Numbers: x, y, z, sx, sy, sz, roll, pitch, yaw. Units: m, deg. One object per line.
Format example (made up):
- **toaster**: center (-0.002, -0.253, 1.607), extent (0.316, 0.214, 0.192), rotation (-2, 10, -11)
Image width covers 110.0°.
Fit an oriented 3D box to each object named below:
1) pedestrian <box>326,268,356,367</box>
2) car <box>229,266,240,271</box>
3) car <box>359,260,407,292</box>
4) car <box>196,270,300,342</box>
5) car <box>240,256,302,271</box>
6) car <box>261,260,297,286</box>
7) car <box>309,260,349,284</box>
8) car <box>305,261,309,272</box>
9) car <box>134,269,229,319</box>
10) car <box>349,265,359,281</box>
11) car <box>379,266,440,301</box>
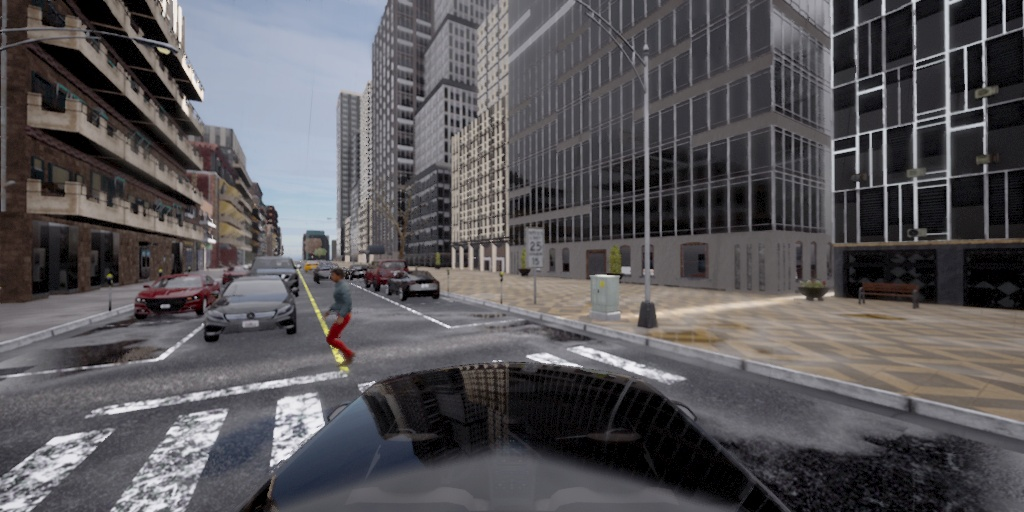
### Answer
- **pedestrian**: center (-3.059, 1.059, 6.433), extent (0.375, 1.860, 0.375), rotation (0, -1, -31)
- **car**: center (-20.695, 1.396, 27.275), extent (1.888, 1.381, 4.507), rotation (0, 0, -31)
- **car**: center (-7.779, 1.130, 22.234), extent (2.192, 1.841, 5.009), rotation (0, 0, -31)
- **car**: center (-7.192, 1.307, 10.188), extent (1.812, 1.442, 4.674), rotation (0, 0, -31)
- **car**: center (-12.378, 1.033, 18.644), extent (2.150, 2.045, 5.566), rotation (0, 0, -32)
- **car**: center (-17.753, 1.198, 27.411), extent (2.097, 1.767, 4.553), rotation (0, 0, -32)
- **car**: center (-14.587, 1.336, 28.387), extent (2.128, 1.511, 4.902), rotation (0, 0, -32)
- **car**: center (-27.310, 1.410, 49.147), extent (1.882, 1.535, 5.008), rotation (0, -1, -31)
- **car**: center (-12.040, 1.341, 13.148), extent (1.888, 1.381, 4.507), rotation (0, 0, -31)
- **car**: center (-13.549, 1.419, 31.652), extent (1.948, 1.339, 4.313), rotation (0, 0, -31)
- **car**: center (-4.894, 1.364, 17.525), extent (1.948, 1.339, 4.313), rotation (0, 0, -31)
